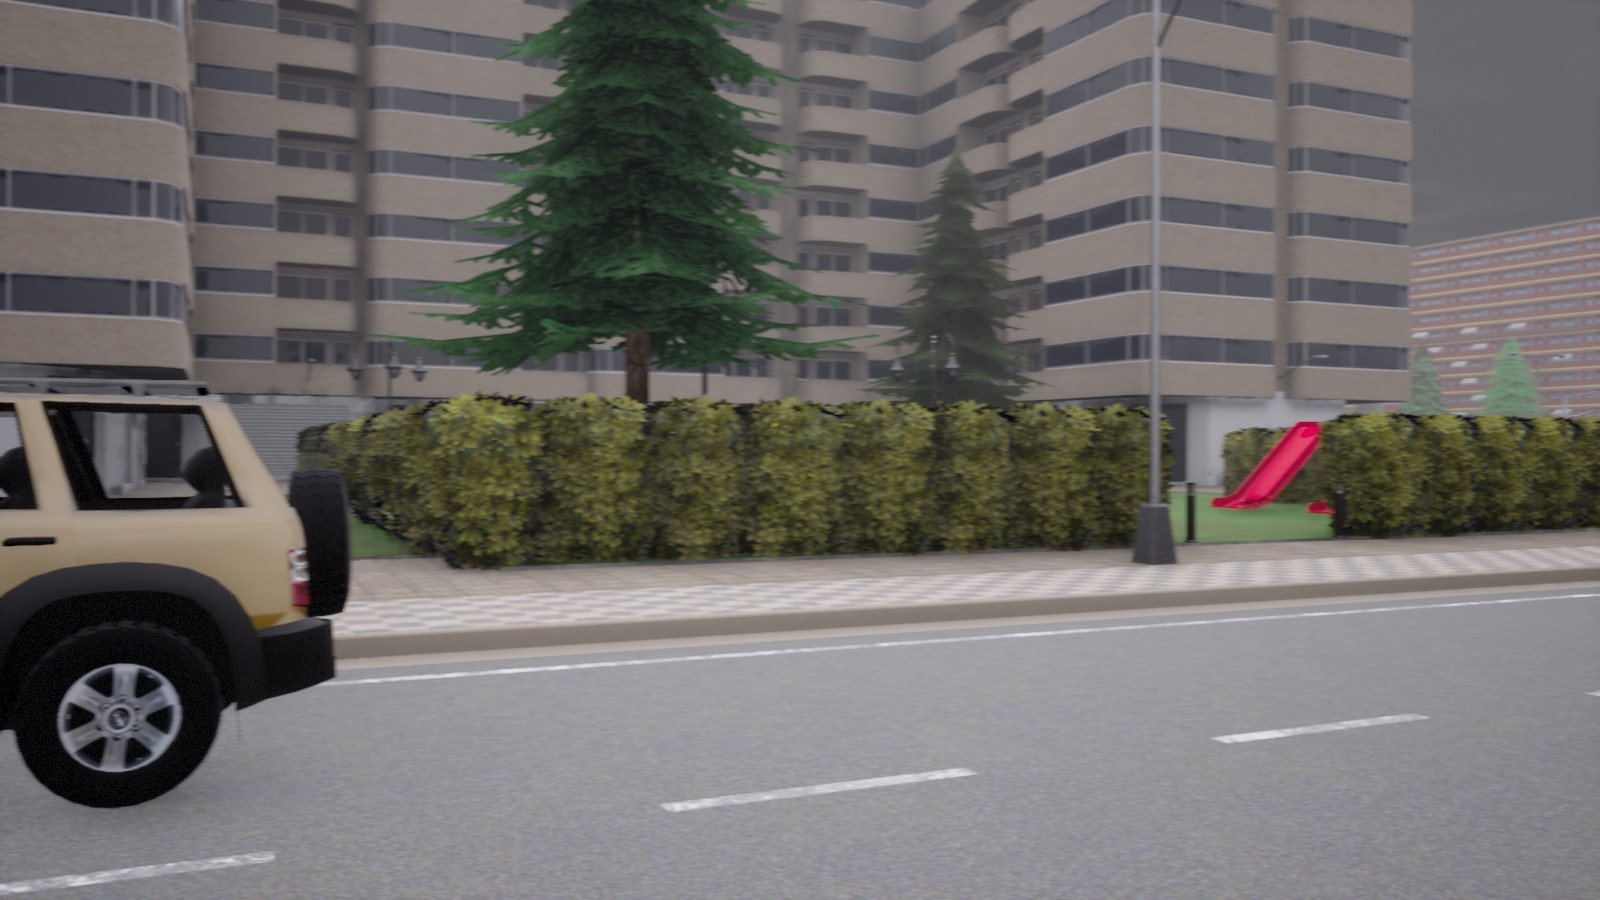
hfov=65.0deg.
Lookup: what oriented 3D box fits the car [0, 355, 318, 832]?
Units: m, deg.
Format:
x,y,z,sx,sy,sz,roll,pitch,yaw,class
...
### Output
x,y,z,sx,sy,sz,roll,pitch,yaw,class
-4.561,0.562,5.273,4.605,1.855,1.932,0,0,-25,car
